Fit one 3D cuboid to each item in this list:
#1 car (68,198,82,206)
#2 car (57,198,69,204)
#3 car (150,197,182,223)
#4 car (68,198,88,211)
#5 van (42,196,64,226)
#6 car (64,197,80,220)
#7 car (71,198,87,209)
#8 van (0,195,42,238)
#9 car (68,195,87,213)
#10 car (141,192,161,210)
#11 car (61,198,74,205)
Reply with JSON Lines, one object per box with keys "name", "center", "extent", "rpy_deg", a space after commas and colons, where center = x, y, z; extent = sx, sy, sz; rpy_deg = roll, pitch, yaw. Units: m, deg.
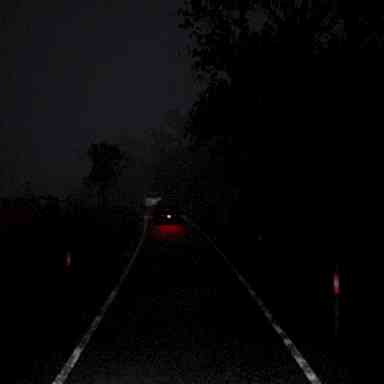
{"name": "car", "center": [-22.866, 1.900, 64.712], "extent": [2.097, 1.535, 5.008], "rpy_deg": [-1, -1, -25]}
{"name": "car", "center": [-31.470, 2.228, 80.816], "extent": [2.002, 1.452, 4.674], "rpy_deg": [-1, 0, -31]}
{"name": "car", "center": [-1.865, 1.344, 24.313], "extent": [1.837, 1.490, 4.892], "rpy_deg": [0, 0, -8]}
{"name": "car", "center": [-15.174, 1.638, 44.508], "extent": [2.231, 1.521, 4.892], "rpy_deg": [2, -2, -17]}
{"name": "van", "center": [-10.323, 1.227, 22.575], "extent": [1.878, 1.987, 4.442], "rpy_deg": [2, -1, -11]}
{"name": "car", "center": [-11.224, 1.478, 28.017], "extent": [1.946, 1.575, 5.366], "rpy_deg": [2, -1, -9]}
{"name": "car", "center": [-16.870, 1.702, 49.835], "extent": [2.231, 1.521, 4.892], "rpy_deg": [2, -2, -18]}
{"name": "van", "center": [-9.637, 1.209, 17.022], "extent": [1.878, 1.987, 4.442], "rpy_deg": [1, -1, -5]}
{"name": "car", "center": [-13.650, 1.324, 39.095], "extent": [2.435, 2.045, 5.566], "rpy_deg": [2, -1, -15]}
{"name": "car", "center": [-4.918, 1.058, 40.081], "extent": [2.150, 2.045, 5.566], "rpy_deg": [-1, 0, -13]}
{"name": "car", "center": [-28.333, 2.097, 75.431], "extent": [2.097, 1.535, 5.008], "rpy_deg": [-1, -1, -29]}
